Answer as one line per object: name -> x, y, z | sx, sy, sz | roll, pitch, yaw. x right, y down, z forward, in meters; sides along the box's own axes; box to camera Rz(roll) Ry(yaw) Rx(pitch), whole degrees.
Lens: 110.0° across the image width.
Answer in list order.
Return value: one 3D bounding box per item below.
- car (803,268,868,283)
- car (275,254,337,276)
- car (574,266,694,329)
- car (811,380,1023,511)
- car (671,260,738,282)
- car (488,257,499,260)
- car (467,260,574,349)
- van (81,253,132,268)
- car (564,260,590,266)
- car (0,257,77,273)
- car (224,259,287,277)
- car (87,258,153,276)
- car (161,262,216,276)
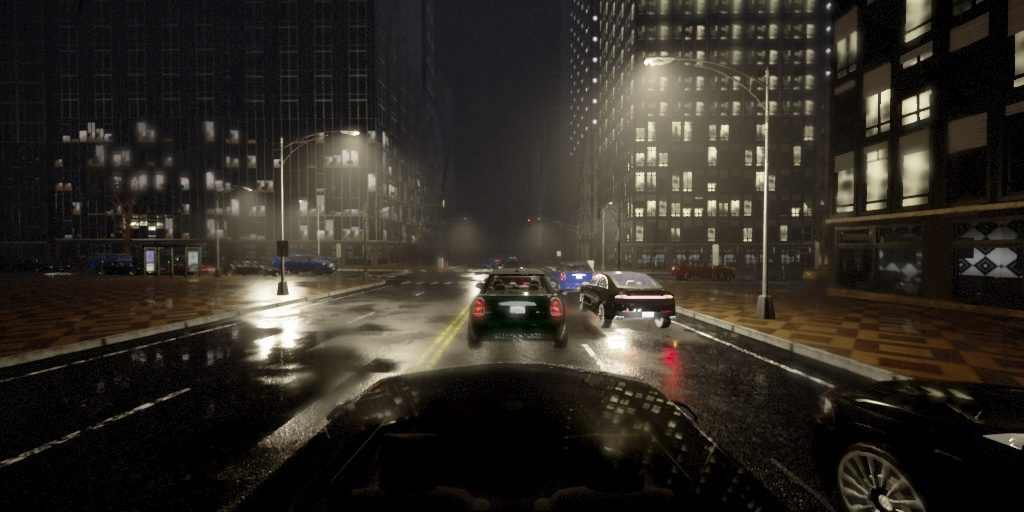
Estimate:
car -> 27.680, 1.577, 30.573 | 4.829, 1.417, 1.751 | 0, 0, 1
car -> -19.651, 0.808, 34.000 | 5.566, 2.045, 2.150 | 1, 1, 1
car -> 3.363, 1.237, 11.294 | 2.128, 1.511, 4.902 | 0, 0, 0
car -> 3.344, 1.242, 0.902 | 2.128, 1.511, 4.902 | 0, 0, 0
car -> 16.232, 1.267, 30.785 | 5.009, 1.841, 2.192 | 0, 0, 1
car -> -3.273, 1.237, 53.111 | 1.812, 1.442, 4.674 | 0, 0, 0
car -> 0.111, 1.098, 9.320 | 2.097, 1.767, 4.553 | 0, 0, 0
van -> -45.237, 0.603, 40.360 | 3.998, 1.789, 1.690 | 0, 0, 1
car -> 3.375, 1.091, 20.136 | 2.097, 1.767, 4.553 | 0, 0, 0
car -> -46.062, 0.896, 34.607 | 5.357, 1.411, 2.033 | 0, 1, 2
car -> -22.692, 1.172, 31.364 | 4.313, 1.339, 1.948 | 0, 0, 1
car -> -34.057, 1.068, 31.685 | 4.313, 1.339, 1.948 | 0, 0, 1
car -> -28.376, 1.137, 31.504 | 4.207, 1.307, 1.802 | 0, 0, 1
